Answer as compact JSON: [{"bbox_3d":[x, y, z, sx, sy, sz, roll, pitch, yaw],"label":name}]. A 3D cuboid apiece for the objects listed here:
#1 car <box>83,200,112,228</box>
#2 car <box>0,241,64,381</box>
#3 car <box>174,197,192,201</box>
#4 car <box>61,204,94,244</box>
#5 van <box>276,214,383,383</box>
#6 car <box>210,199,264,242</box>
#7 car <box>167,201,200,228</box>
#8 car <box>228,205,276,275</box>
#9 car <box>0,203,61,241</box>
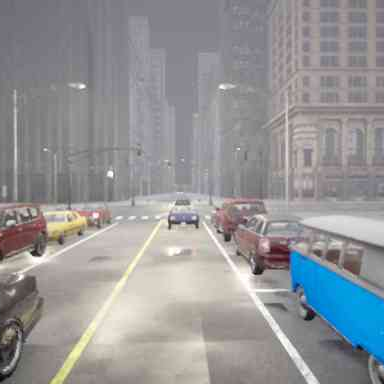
[{"bbox_3d":[-6.410,1.381,21.184,1.967,1.590,4.097,-1,0,-2],"label":"car"},{"bbox_3d":[-3.052,1.551,2.682,2.033,1.411,5.357,0,0,-2],"label":"car"},{"bbox_3d":[-1.093,1.340,40.635,1.837,1.490,4.892,0,1,-1],"label":"car"},{"bbox_3d":[-6.226,1.490,15.415,1.752,1.417,4.829,-1,0,-2],"label":"car"},{"bbox_3d":[2.645,1.307,4.659,1.690,1.788,3.998,-1,0,-2],"label":"van"},{"bbox_3d":[2.288,1.235,15.857,2.192,1.841,5.009,-1,0,-2],"label":"car"},{"bbox_3d":[-0.552,1.512,21.233,1.895,1.301,4.718,0,0,-2],"label":"car"},{"bbox_3d":[2.468,1.383,10.258,1.967,1.590,4.097,-1,0,-2],"label":"car"},{"bbox_3d":[-6.054,1.302,9.985,2.192,1.841,5.009,-1,0,-2],"label":"car"}]
